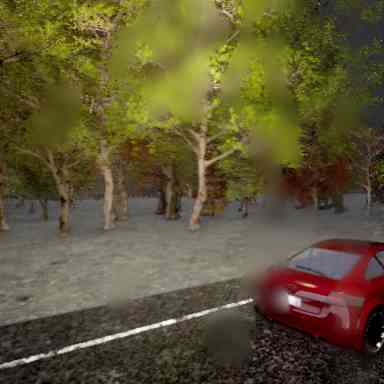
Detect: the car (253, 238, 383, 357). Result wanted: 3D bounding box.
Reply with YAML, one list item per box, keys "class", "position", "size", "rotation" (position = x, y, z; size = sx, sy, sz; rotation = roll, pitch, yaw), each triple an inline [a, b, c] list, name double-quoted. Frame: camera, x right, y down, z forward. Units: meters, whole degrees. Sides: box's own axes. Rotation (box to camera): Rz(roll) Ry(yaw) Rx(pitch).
- class: "car"
  position: [3.103, 1.563, 6.080]
  size: [4.181, 1.385, 1.994]
  rotation: [0, 0, -35]
